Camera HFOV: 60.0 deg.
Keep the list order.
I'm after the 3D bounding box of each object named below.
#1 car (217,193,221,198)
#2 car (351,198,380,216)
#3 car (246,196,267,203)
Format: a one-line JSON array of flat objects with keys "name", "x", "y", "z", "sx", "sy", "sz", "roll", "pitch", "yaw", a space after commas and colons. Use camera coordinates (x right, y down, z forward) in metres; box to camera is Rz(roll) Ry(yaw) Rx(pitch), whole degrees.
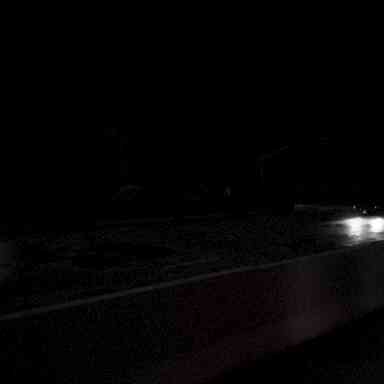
[{"name": "car", "x": 5.436, "y": 0.880, "z": 70.322, "sx": 1.994, "sy": 1.385, "sz": 4.181, "roll": -1, "pitch": 1, "yaw": -6}, {"name": "car", "x": 14.377, "y": 1.221, "z": 27.576, "sx": 1.895, "sy": 1.301, "sz": 4.718, "roll": 0, "pitch": 1, "yaw": 28}, {"name": "car", "x": 9.262, "y": 1.089, "z": 50.041, "sx": 1.895, "sy": 1.301, "sz": 4.718, "roll": -1, "pitch": 1, "yaw": -35}]
